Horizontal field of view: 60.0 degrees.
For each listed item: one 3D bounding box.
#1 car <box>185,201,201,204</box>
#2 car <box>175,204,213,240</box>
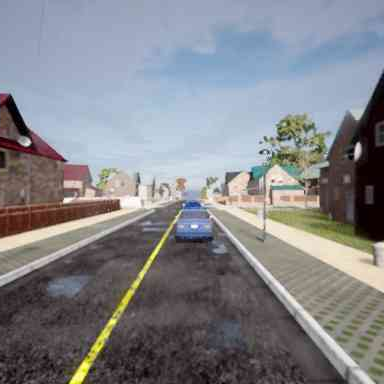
[{"bbox_3d":[0.106,1.594,32.280,1.882,1.535,5.008,0,0,0],"label":"car"},{"bbox_3d":[0.105,1.587,17.200,2.033,1.411,5.357,0,0,0],"label":"car"}]
